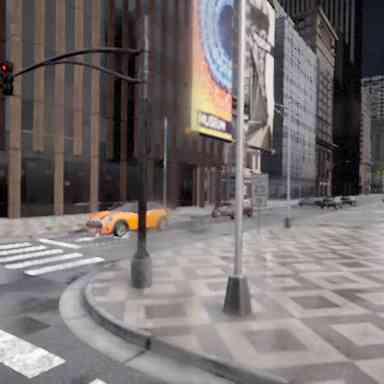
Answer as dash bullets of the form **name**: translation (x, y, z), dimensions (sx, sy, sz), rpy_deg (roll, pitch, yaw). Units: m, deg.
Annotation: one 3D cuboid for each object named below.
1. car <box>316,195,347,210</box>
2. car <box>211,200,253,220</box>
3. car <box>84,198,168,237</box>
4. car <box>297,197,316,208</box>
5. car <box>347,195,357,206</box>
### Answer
- **car**: translation (17.368, 1.336, 41.248), dimensions (1.837, 1.490, 4.892), rpy_deg (1, 1, 36)
- **car**: translation (3.365, 1.380, 26.915), dimensions (1.812, 1.442, 4.674), rpy_deg (1, 1, 35)
- **car**: translation (-3.344, 1.251, 17.478), dimensions (2.097, 1.767, 4.553), rpy_deg (1, 1, 36)
- **car**: translation (15.764, 1.317, 44.310), dimensions (2.033, 1.411, 5.357), rpy_deg (1, 1, 36)
- **car**: translation (23.351, 1.290, 49.787), dimensions (1.837, 1.490, 4.892), rpy_deg (1, 1, 35)
